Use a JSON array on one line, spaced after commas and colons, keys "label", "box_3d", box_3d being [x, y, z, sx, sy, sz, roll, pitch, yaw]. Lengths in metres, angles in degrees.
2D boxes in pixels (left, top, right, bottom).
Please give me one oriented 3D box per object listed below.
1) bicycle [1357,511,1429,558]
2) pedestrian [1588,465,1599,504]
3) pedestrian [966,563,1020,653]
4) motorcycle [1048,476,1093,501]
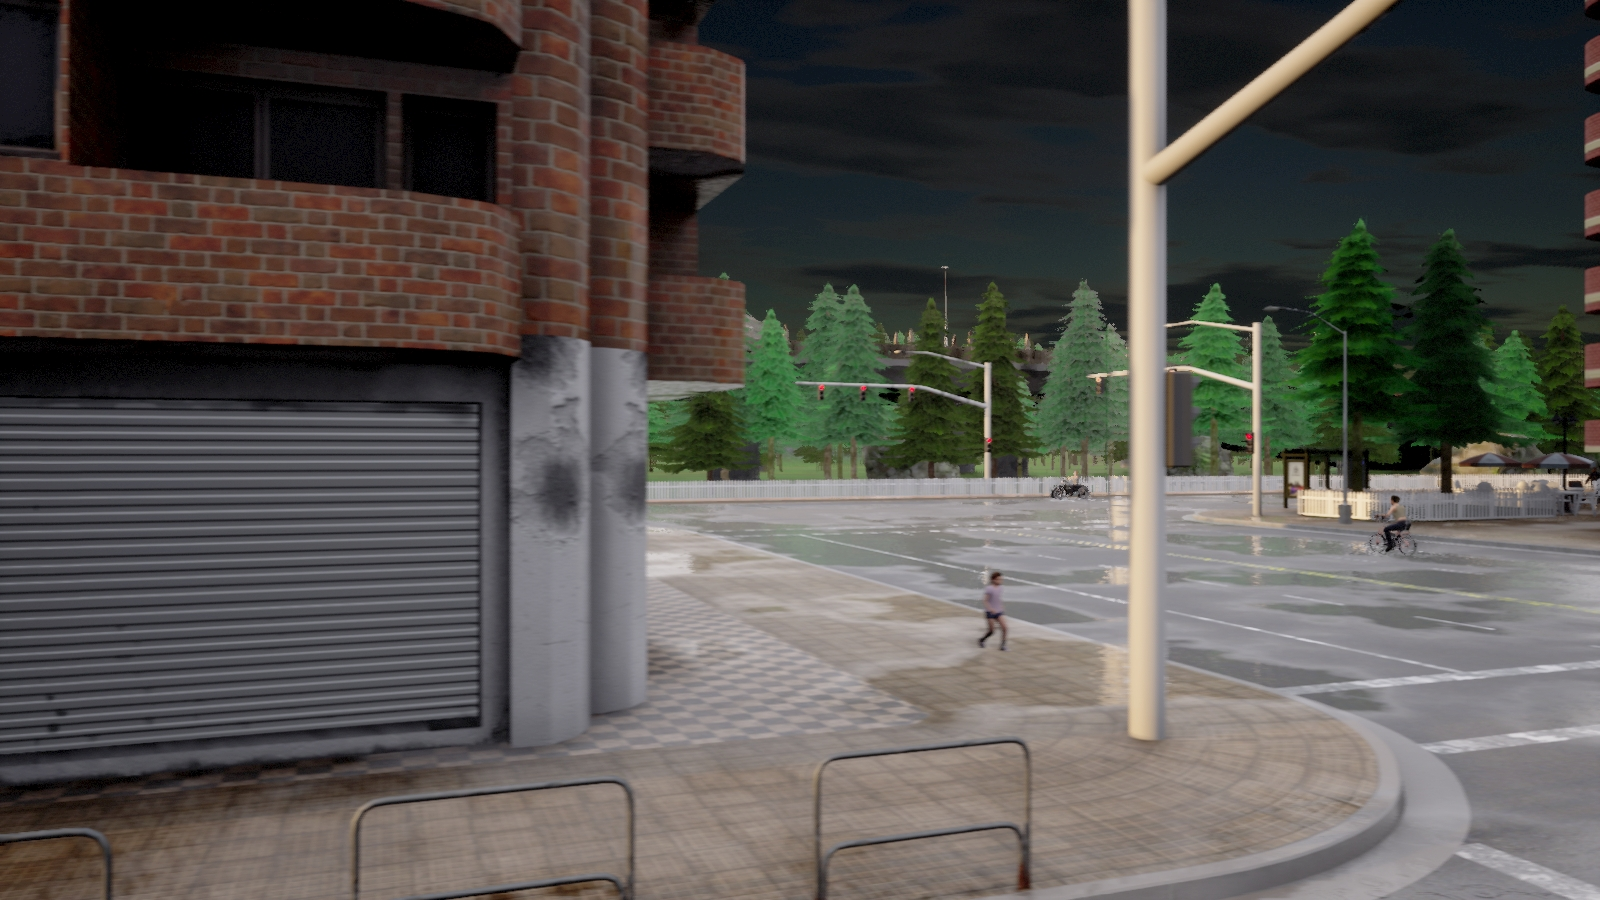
[{"label": "bicycle", "box_3d": [15.746, 2.236, 30.372, 0.859, 1.126, 1.487, 0, 0, -21]}, {"label": "pedestrian", "box_3d": [38.000, 1.647, 54.665, 0.375, 1.860, 0.375, 0, 0, -21]}, {"label": "pedestrian", "box_3d": [2.553, 2.078, 15.138, 0.500, 1.100, 0.500, 0, 0, -30]}, {"label": "motorcycle", "box_3d": [14.804, 2.103, 62.563, 2.356, 1.307, 0.764, 0, 0, -20]}]
